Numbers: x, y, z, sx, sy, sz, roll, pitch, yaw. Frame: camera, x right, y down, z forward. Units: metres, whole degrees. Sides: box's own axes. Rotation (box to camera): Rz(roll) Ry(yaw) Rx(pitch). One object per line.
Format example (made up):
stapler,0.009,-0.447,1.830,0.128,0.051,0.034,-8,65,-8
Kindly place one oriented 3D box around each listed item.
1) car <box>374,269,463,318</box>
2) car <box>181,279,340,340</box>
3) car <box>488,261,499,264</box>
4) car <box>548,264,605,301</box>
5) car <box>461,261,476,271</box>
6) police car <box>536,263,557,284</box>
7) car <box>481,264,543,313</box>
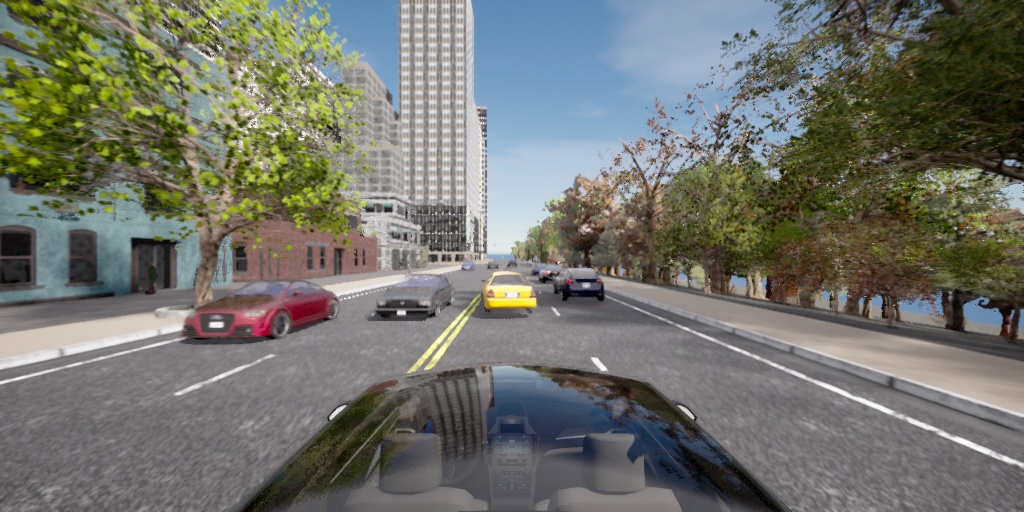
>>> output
car,-3.351,1.357,13.535,2.033,1.411,5.357,0,0,0
car,-6.600,1.356,9.996,1.994,1.385,4.181,0,0,0
car,-3.265,1.519,61.935,1.882,1.535,5.008,0,-1,0
car,3.250,1.336,17.997,2.163,1.488,4.792,0,0,0
car,-6.560,1.537,54.555,1.812,1.442,4.674,0,0,0
police car,3.250,1.393,28.968,2.038,1.542,4.974,0,0,0
car,-0.230,1.269,14.261,1.801,1.575,5.366,0,0,-6
